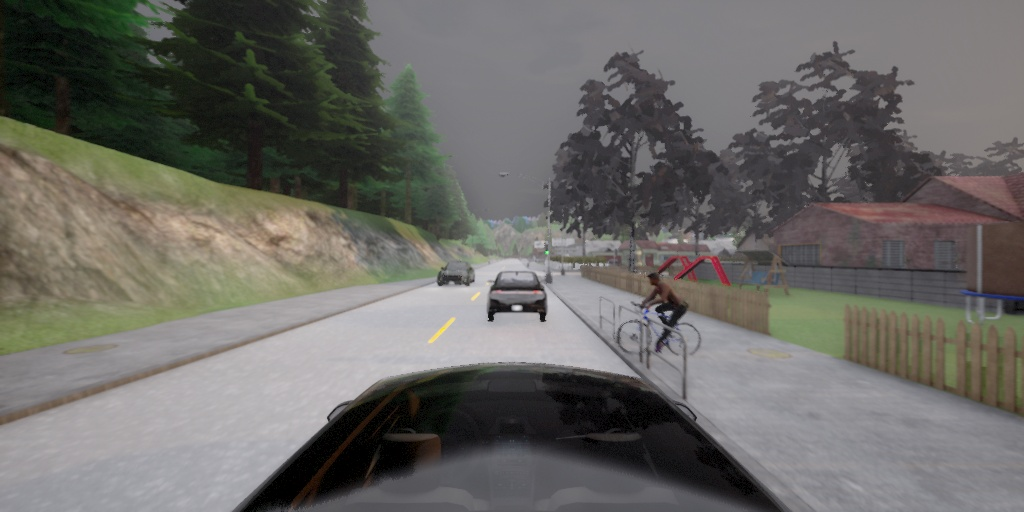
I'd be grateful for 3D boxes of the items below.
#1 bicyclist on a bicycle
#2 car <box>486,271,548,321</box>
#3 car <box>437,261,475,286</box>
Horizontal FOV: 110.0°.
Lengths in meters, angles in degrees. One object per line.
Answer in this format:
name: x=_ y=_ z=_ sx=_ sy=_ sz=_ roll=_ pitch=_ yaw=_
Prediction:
bicyclist on a bicycle: x=2.871 y=1.143 z=6.956 sx=1.656 sy=1.620 sz=0.582 roll=3 pitch=0 yaw=0
car: x=0.172 y=1.255 z=12.508 sx=2.128 sy=1.511 sz=4.902 roll=0 pitch=0 yaw=1
car: x=-3.805 y=1.128 z=25.044 sx=2.097 sy=1.767 sz=4.553 roll=0 pitch=0 yaw=1
